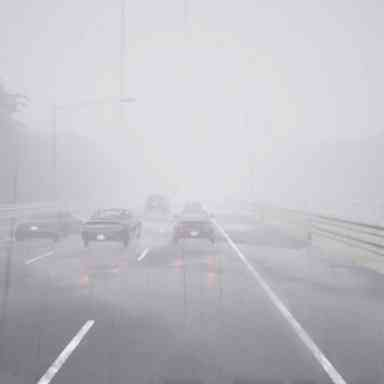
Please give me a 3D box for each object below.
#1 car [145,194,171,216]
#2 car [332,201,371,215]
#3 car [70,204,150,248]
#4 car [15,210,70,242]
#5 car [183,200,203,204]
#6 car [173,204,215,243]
[{"bbox_3d":[-3.409,1.237,33.572,2.150,2.045,5.566,0,0,1],"label":"car"},{"bbox_3d":[17.502,1.676,36.705,1.812,1.442,4.674,0,0,-17],"label":"car"},{"bbox_3d":[-3.403,1.495,14.873,2.128,1.511,4.902,0,0,0],"label":"car"},{"bbox_3d":[-6.900,1.563,16.515,1.994,1.385,4.181,0,0,0],"label":"car"},{"bbox_3d":[0.092,1.509,34.083,2.128,1.511,4.902,0,0,0],"label":"car"},{"bbox_3d":[0.096,1.530,16.030,1.812,1.442,4.674,0,0,0],"label":"car"}]
